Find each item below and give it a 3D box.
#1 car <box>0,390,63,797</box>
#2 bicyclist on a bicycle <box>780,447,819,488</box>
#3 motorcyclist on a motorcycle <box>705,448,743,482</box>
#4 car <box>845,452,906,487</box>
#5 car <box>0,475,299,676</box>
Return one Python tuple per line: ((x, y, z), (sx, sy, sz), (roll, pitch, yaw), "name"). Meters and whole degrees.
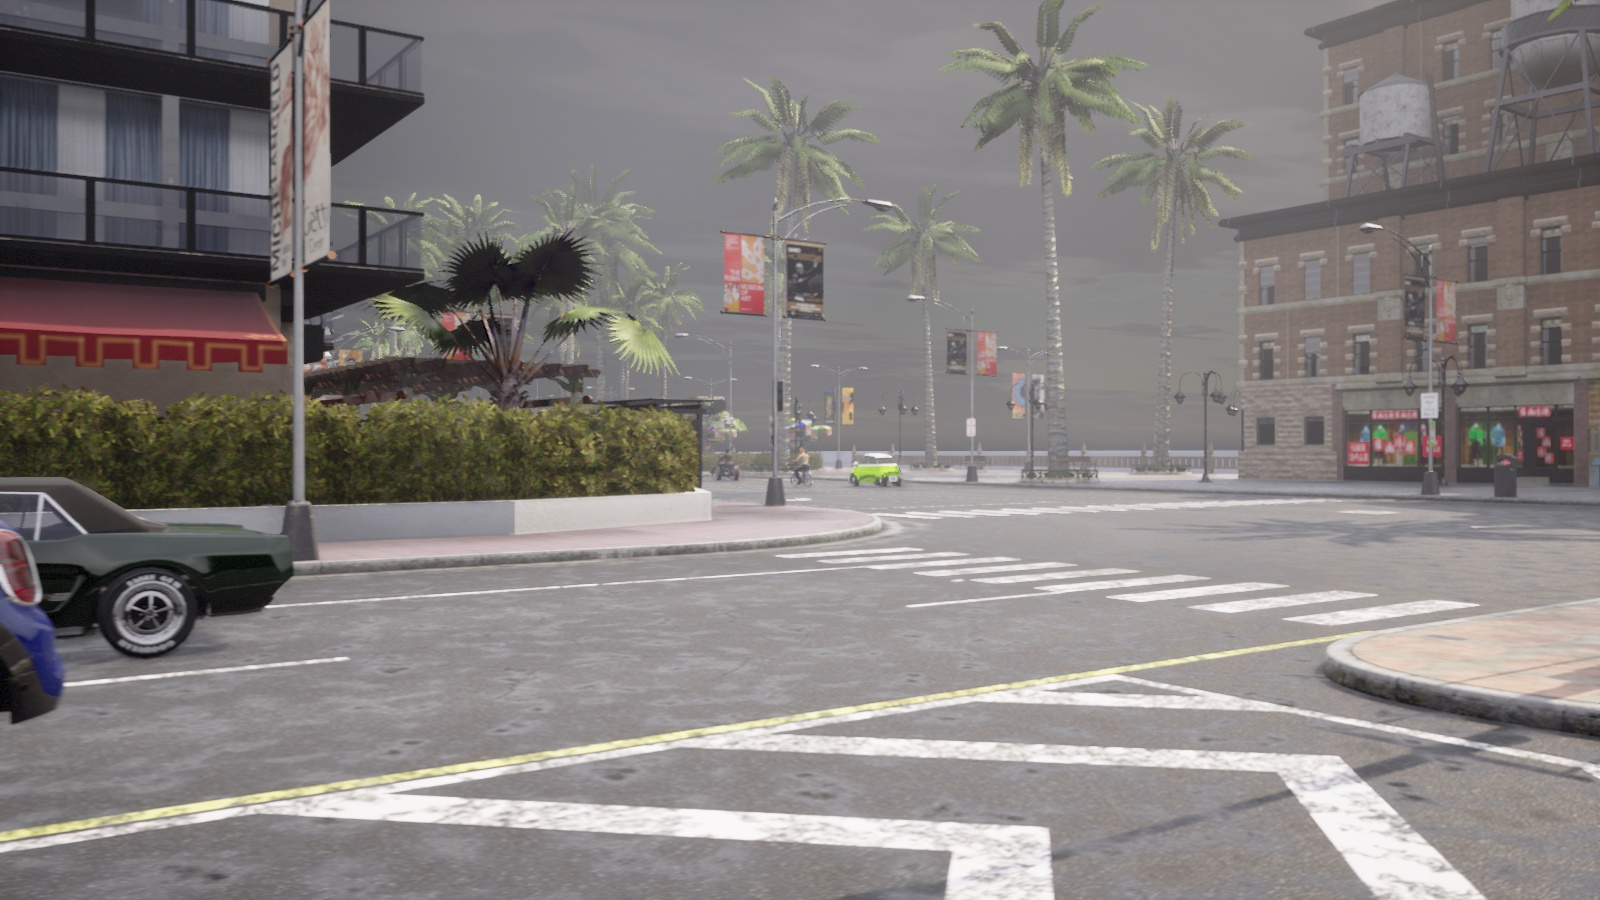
((-5.749, 0.635, 5.142), (4.553, 1.767, 2.097), (0, 0, -35), "car")
((-0.022, 0.697, 50.198), (0.866, 1.612, 1.509), (0, 0, -34), "bicyclist on a bicycle")
((-3.744, 0.733, 61.853), (0.766, 1.649, 2.350), (0, 0, -34), "motorcyclist on a motorcycle")
((3.096, 0.799, 51.848), (1.481, 1.376, 2.207), (0, 0, -34), "car")
((-6.306, 0.881, 9.016), (4.718, 1.301, 1.895), (0, 0, -35), "car")
